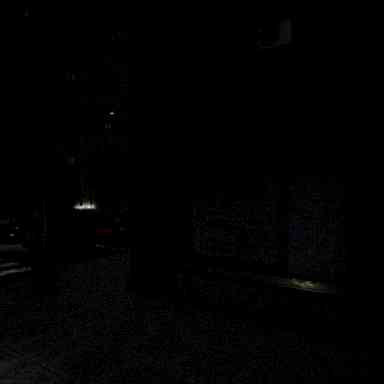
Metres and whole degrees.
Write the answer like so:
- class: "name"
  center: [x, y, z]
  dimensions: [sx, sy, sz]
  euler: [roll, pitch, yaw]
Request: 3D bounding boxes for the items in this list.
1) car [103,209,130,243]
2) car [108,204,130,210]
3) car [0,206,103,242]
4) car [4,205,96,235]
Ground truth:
- class: "car"
  center: [-1.604, 1.561, 15.190]
  dimensions: [1.947, 1.339, 4.313]
  euler: [0, 0, 36]
- class: "car"
  center: [-4.975, 1.584, 24.270]
  dimensions: [2.008, 1.369, 4.403]
  euler: [0, 0, 36]
- class: "car"
  center: [-7.128, 1.494, 16.903]
  dimensions: [1.882, 1.535, 5.008]
  euler: [0, 0, 36]
- class: "car"
  center: [-8.224, 1.554, 19.729]
  dimensions: [1.752, 1.417, 4.829]
  euler: [0, 0, 36]
